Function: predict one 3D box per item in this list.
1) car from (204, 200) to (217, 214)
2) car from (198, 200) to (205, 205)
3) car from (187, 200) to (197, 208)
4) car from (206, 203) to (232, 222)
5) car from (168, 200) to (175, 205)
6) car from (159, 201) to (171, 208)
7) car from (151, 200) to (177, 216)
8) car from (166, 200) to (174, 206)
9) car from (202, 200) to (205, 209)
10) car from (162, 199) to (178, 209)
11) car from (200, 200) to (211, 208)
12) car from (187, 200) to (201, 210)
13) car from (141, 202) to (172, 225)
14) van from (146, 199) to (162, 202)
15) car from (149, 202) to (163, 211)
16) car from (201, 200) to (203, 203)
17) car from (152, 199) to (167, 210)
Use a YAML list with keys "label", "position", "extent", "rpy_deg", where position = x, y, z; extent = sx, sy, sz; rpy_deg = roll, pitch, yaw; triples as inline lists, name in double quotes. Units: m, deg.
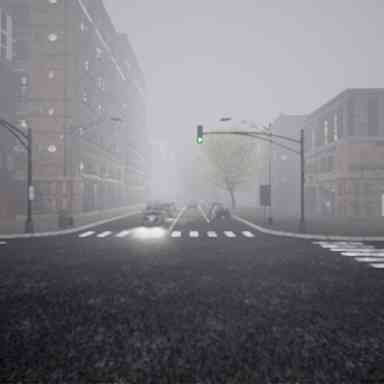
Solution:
- label: "car"
  position: [2.679, 1.937, 36.471]
  extent: [1.967, 1.590, 4.097]
  rpy_deg: [0, -1, 0]
- label: "car"
  position: [2.662, 2.902, 93.431]
  extent: [2.008, 1.369, 4.403]
  rpy_deg: [0, -1, 0]
- label: "car"
  position: [0.011, 2.448, 68.806]
  extent: [1.882, 1.535, 5.008]
  rpy_deg: [0, -1, 0]
- label: "car"
  position: [2.681, 1.967, 30.773]
  extent: [2.008, 1.369, 4.403]
  rpy_deg: [0, -1, 0]
- label: "car"
  position: [-5.718, 2.896, 93.431]
  extent: [1.887, 1.381, 4.507]
  rpy_deg: [0, -1, 0]
- label: "car"
  position: [-5.712, 2.549, 70.646]
  extent: [2.008, 1.369, 4.403]
  rpy_deg: [0, -1, 0]
- label: "car"
  position: [-3.104, 1.988, 37.431]
  extent: [1.882, 1.535, 5.008]
  rpy_deg: [0, -1, 0]
- label: "car"
  position: [-5.717, 2.785, 87.565]
  extent: [1.752, 1.417, 4.829]
  rpy_deg: [0, -1, 0]
- label: "car"
  position: [2.677, 2.018, 42.167]
  extent: [1.967, 1.590, 4.097]
  rpy_deg: [0, -1, 0]
- label: "car"
  position: [-3.100, 2.180, 47.527]
  extent: [1.812, 1.442, 4.674]
  rpy_deg: [0, -1, 0]
- label: "car"
  position: [2.670, 2.352, 64.952]
  extent: [1.967, 1.590, 4.097]
  rpy_deg: [0, -1, 0]
- label: "car"
  position: [0.084, 2.397, 57.261]
  extent: [1.895, 1.301, 4.718]
  rpy_deg: [0, -1, 0]
- label: "car"
  position: [-3.109, 1.868, 27.983]
  extent: [2.128, 1.511, 4.902]
  rpy_deg: [0, -1, 0]
- label: "van"
  position: [-5.705, 2.000, 47.864]
  extent: [1.690, 1.788, 3.998]
  rpy_deg: [0, -1, 0]
- label: "car"
  position: [-5.707, 2.324, 53.557]
  extent: [1.802, 1.307, 4.206]
  rpy_deg: [0, -1, 0]
- label: "car"
  position: [2.672, 2.377, 59.254]
  extent: [2.008, 1.369, 4.403]
  rpy_deg: [0, -1, 0]
- label: "car"
  position: [-5.709, 2.141, 59.257]
  extent: [2.192, 1.841, 5.009]
  rpy_deg: [0, -1, 0]
